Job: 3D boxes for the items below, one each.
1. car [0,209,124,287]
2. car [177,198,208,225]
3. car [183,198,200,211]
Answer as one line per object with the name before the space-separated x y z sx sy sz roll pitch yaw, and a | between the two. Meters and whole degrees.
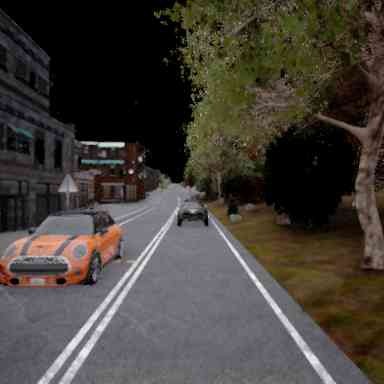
car | -3.359 1.354 9.460 2.097 1.767 4.553 0 0 0
car | 0.049 1.344 24.203 2.097 1.767 4.553 0 0 0
car | -0.149 1.505 42.505 2.033 1.411 5.357 0 0 -1
